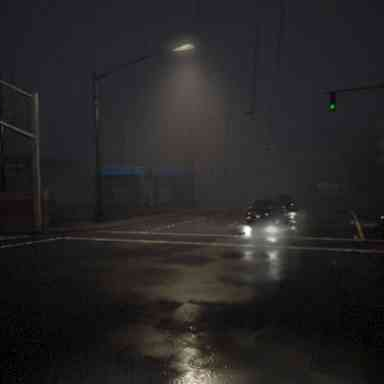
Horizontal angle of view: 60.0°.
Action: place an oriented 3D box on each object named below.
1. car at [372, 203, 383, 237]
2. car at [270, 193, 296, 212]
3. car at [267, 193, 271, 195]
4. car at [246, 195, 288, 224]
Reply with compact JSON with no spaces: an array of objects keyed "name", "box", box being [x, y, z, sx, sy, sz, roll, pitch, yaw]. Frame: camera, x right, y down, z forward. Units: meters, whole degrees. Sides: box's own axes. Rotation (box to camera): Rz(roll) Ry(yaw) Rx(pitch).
[{"name":"car","box":[9.618,1.163,15.336,1.837,1.490,4.892,-1,0,25]},{"name":"car","box":[8.830,1.046,31.795,1.837,1.490,4.892,-1,1,18]},{"name":"car","box":[11.315,0.882,46.320,1.812,1.442,4.674,-1,0,0]},{"name":"car","box":[5.001,1.225,22.560,1.837,1.490,4.892,-1,1,24]}]
